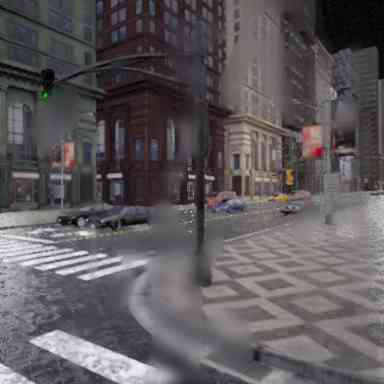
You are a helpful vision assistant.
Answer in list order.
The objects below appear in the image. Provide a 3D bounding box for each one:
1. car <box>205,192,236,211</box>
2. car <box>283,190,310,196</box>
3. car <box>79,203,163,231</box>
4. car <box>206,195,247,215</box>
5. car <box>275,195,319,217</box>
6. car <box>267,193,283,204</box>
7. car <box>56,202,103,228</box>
[{"bbox_3d":[3.038,1.007,36.727,2.150,2.045,5.566,-1,0,36],"label":"car"},{"bbox_3d":[15.707,0.790,48.739,2.150,2.045,5.566,-1,0,35],"label":"car"},{"bbox_3d":[-4.113,1.520,21.093,2.033,1.411,5.357,-1,0,35],"label":"car"},{"bbox_3d":[3.661,1.330,31.976,1.812,1.442,4.674,-1,0,35],"label":"car"},{"bbox_3d":[9.280,1.294,28.518,2.033,1.411,5.357,-1,0,35],"label":"car"},{"bbox_3d":[13.085,0.969,50.656,1.882,1.535,5.008,-1,0,35],"label":"car"},{"bbox_3d":[-6.835,1.478,22.875,1.882,1.535,5.008,-1,0,35],"label":"car"}]
